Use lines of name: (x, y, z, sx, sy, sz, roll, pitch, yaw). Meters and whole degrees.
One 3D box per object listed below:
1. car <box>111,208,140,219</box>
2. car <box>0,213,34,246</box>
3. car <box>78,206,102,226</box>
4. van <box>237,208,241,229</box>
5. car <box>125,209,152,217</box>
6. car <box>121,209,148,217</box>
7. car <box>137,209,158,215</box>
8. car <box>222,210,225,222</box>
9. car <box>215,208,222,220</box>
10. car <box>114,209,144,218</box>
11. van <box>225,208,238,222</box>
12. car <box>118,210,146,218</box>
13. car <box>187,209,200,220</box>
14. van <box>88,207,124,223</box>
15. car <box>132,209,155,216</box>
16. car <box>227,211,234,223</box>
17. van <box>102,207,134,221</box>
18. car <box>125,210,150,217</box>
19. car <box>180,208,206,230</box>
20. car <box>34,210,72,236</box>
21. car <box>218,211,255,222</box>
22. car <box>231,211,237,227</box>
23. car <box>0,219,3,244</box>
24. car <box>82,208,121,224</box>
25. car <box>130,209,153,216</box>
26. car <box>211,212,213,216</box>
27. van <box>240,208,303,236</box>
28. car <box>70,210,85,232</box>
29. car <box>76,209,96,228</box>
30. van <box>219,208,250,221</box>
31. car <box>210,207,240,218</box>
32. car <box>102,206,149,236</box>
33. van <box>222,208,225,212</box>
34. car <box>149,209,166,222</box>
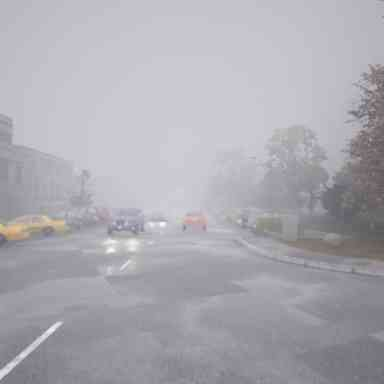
car: (-11.175, 3.581, 55.699, 4.553, 1.767, 2.185, 1, -3, -20)
car: (-11.533, 2.052, 17.543, 5.366, 1.575, 1.946, 1, -2, -20)
car: (-11.308, 2.541, 32.258, 4.553, 1.767, 2.185, 1, -3, -20)
van: (6.633, 2.533, 29.159, 4.442, 1.987, 1.878, 2, -3, -20)
car: (-11.234, 4.380, 70.286, 5.366, 1.575, 1.946, 1, -3, -20)
car: (-11.105, 4.115, 64.496, 4.892, 1.521, 2.231, 1, -3, -20)
car: (-10.994, 4.931, 82.072, 4.892, 1.521, 2.231, 1, -3, -20)
car: (6.581, 3.298, 40.873, 4.674, 1.452, 2.002, 2, -3, -20)
car: (6.445, 3.509, 46.690, 5.366, 1.575, 1.946, 2, -2, -20)
car: (-11.134, 3.843, 58.630, 4.892, 1.521, 2.231, 1, -3, -20)
van: (6.468, 2.900, 37.895, 4.442, 1.987, 1.878, 2, -2, -20)
car: (-11.084, 4.008, 61.572, 4.792, 1.488, 2.163, 1, -3, -20)
car: (0.321, 3.806, 57.734, 2.097, 1.767, 4.553, 1, -3, 1)
van: (-11.318, 2.950, 43.944, 4.442, 1.987, 1.878, 1, -2, -20)
car: (-11.037, 4.659, 76.215, 4.892, 1.521, 2.231, 1, -3, -20)
car: (6.555, 3.044, 34.985, 4.674, 1.452, 2.002, 2, -2, -20)
van: (-11.069, 3.215, 49.892, 4.442, 1.987, 1.878, 1, -3, -20)
car: (-11.081, 4.290, 67.421, 4.674, 1.452, 2.002, 1, -3, -20)
car: (0.244, 2.694, 32.695, 2.097, 1.767, 4.553, 1, -2, 0)
car: (-11.499, 2.294, 23.399, 5.366, 1.575, 1.946, 1, -2, -20)
car: (6.628, 3.652, 49.696, 4.892, 1.521, 2.231, 2, -3, -20)
car: (6.541, 2.917, 32.042, 4.674, 1.452, 2.002, 2, -2, -20)
car: (-11.399, 1.966, 14.660, 4.792, 1.488, 2.163, 1, -2, -20)
car: (-11.196, 2.922, 41.060, 4.553, 1.767, 2.185, 1, -2, -20)
car: (-11.049, 4.562, 73.283, 4.674, 1.452, 2.002, 1, -3, -20)
car: (6.743, 4.359, 64.413, 4.792, 1.488, 2.163, 2, -3, -20)
van: (6.400, 2.401, 26.130, 4.442, 1.987, 1.878, 2, -2, -20)
car: (-11.276, 2.451, 26.399, 4.792, 1.488, 2.163, 1, -3, -19)
car: (-11.284, 2.545, 29.324, 4.892, 1.521, 2.231, 1, -2, -20)
van: (6.763, 3.565, 52.692, 4.442, 1.987, 1.878, 2, -3, -20)
car: (6.715, 4.213, 67.340, 5.566, 2.045, 2.435, 2, -3, -20)
car: (-4.989, 2.213, 25.873, 2.150, 2.045, 5.566, 1, -2, 0)
van: (6.717, 3.168, 43.864, 4.442, 1.987, 1.878, 2, -3, -20)
car: (-4.828, 3.525, 47.463, 1.895, 1.301, 4.718, 1, -3, 1)
